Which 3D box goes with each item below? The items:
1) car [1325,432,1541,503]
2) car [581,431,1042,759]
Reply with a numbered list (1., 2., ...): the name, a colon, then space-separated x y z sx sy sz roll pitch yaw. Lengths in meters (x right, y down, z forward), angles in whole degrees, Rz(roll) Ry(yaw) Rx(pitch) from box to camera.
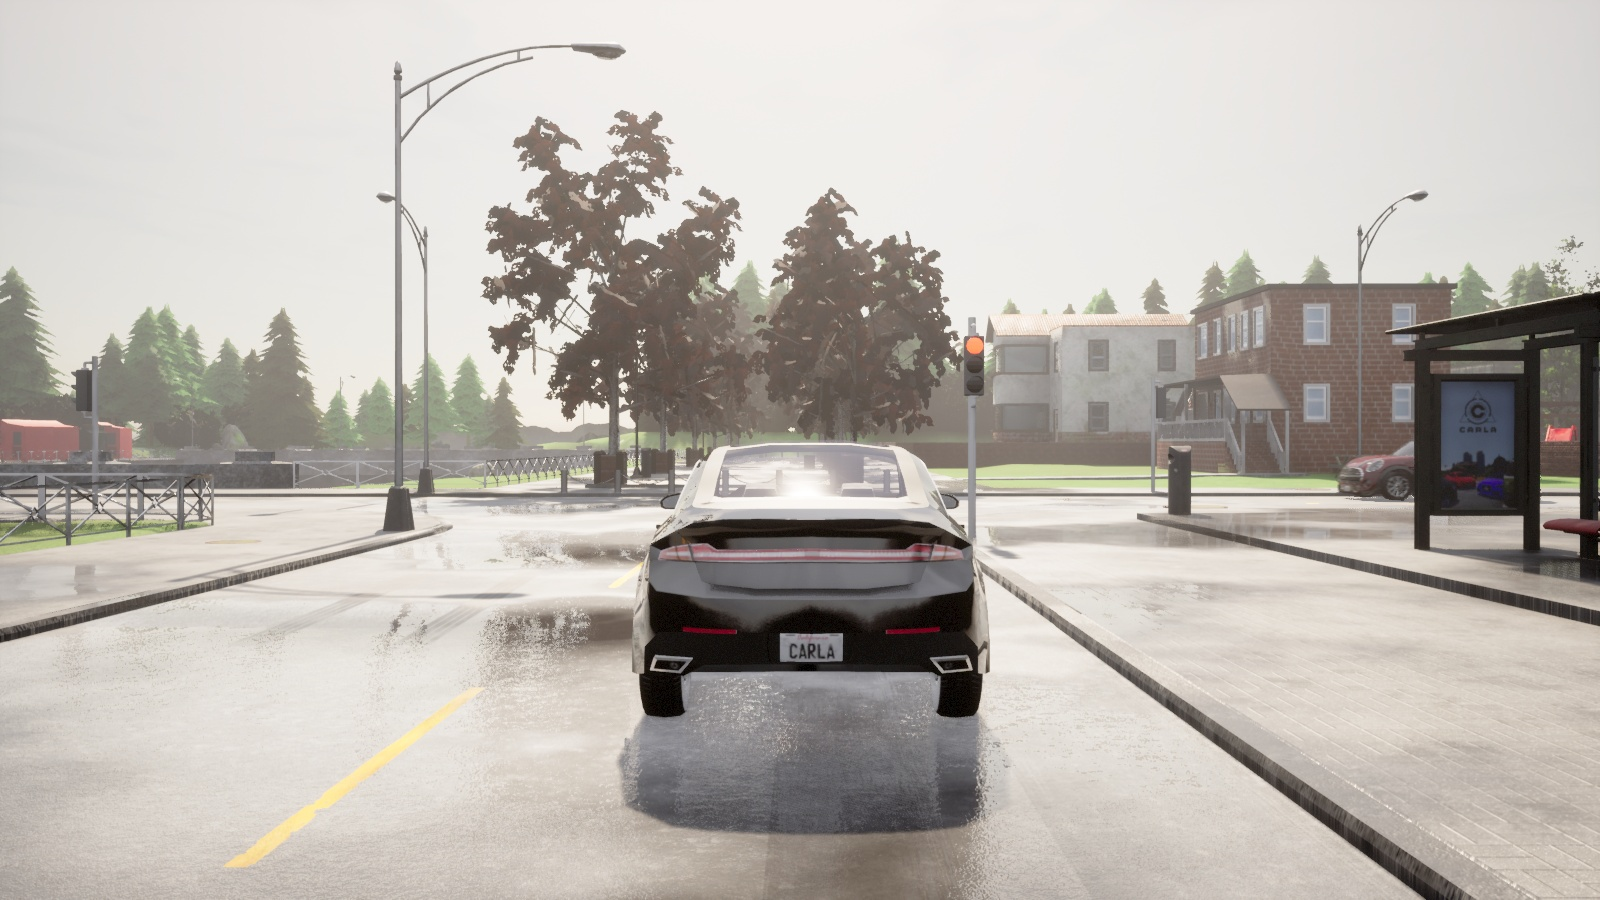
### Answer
1. car: 16.357 0.433 32.618 4.553 1.767 2.097 0 0 1
2. car: 0.062 0.656 8.254 2.128 1.511 4.902 0 0 0
